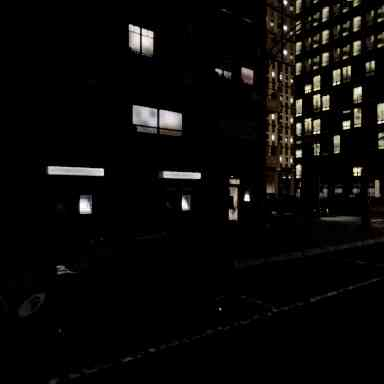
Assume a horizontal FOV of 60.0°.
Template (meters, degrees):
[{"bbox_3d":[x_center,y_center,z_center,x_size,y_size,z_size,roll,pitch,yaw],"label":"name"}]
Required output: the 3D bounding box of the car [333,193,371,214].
[{"bbox_3d":[14.342,1.029,31.763,2.192,1.841,5.009,1,0,-36],"label":"car"}]

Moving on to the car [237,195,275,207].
[{"bbox_3d":[7.759,1.073,40.698,1.947,1.339,4.313,1,0,-36],"label":"car"}]

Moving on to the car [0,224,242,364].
[{"bbox_3d":[-1.116,1.440,5.780,4.097,1.590,1.967,0,0,-36],"label":"car"}]

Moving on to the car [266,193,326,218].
[{"bbox_3d":[7.630,1.010,26.746,2.192,1.841,5.009,2,0,-36],"label":"car"}]

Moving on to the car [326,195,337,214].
[{"bbox_3d":[9.429,1.197,28.638,1.837,1.490,4.892,0,1,-36],"label":"car"}]
